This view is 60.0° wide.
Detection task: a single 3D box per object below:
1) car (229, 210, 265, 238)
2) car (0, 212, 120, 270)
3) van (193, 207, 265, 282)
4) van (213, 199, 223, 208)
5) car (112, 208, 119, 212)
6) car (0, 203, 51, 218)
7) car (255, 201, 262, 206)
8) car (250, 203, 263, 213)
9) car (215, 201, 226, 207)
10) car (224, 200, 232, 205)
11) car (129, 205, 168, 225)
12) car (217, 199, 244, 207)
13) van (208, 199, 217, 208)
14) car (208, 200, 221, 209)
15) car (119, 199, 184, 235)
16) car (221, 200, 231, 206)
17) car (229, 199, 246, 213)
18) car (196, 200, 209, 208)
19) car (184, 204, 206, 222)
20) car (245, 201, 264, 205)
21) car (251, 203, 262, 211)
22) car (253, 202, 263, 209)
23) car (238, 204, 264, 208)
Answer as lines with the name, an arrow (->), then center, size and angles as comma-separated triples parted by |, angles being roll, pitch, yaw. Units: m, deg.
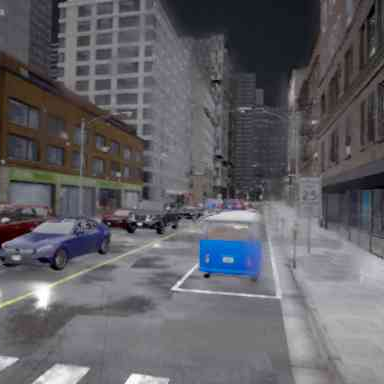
car -> 3.602, 1.932, 21.226 | 2.008, 1.369, 4.403 | 2, -1, 12
car -> -4.426, 1.616, 11.555 | 1.812, 1.442, 4.674 | 1, -1, 12
van -> 1.304, 1.524, 10.252 | 1.690, 1.788, 3.998 | 2, -1, 12
van -> 5.640, 2.463, 72.383 | 1.690, 1.788, 3.998 | 2, -1, 12
car -> -4.739, 1.789, 22.981 | 1.887, 1.381, 4.507 | 2, -1, 12
car -> -7.037, 1.361, 12.006 | 2.192, 1.841, 5.009 | 2, -1, 12
car -> 18.586, 3.181, 92.581 | 1.887, 1.381, 4.507 | 2, -1, 12
car -> 10.518, 2.515, 54.159 | 1.887, 1.381, 4.507 | 2, -1, 12
car -> 6.786, 2.767, 77.870 | 2.008, 1.369, 4.403 | 2, -1, 12
car -> 10.244, 3.044, 94.335 | 1.887, 1.381, 4.507 | 2, -1, 12
car -> -3.587, 1.909, 28.470 | 1.947, 1.339, 4.313 | 2, -1, 12
car -> 4.806, 1.889, 40.159 | 2.150, 2.045, 5.566 | 1, -1, 12
van -> 3.335, 2.271, 61.405 | 1.690, 1.788, 3.998 | 2, -1, 12
car -> 4.485, 2.466, 66.893 | 1.967, 1.590, 4.097 | 2, -1, 12
car -> -2.366, 1.488, 21.341 | 2.150, 2.045, 5.566 | 1, -1, 12
car -> 9.091, 2.956, 88.847 | 2.008, 1.369, 4.403 | 2, -1, 12
car -> 6.939, 2.074, 50.574 | 2.150, 2.045, 5.566 | 1, -1, 12
car -> 1.022, 2.317, 50.424 | 1.802, 1.307, 4.206 | 2, -1, 12
car -> -0.283, 2.046, 31.263 | 1.895, 1.301, 4.718 | 1, -1, 13
car -> 8.220, 2.090, 43.184 | 2.192, 1.841, 5.009 | 2, -1, 12
car -> 11.669, 2.649, 59.648 | 1.802, 1.307, 4.206 | 2, -1, 12
car -> 13.975, 2.824, 70.625 | 1.947, 1.339, 4.313 | 2, -1, 12
car -> 4.791, 2.008, 26.882 | 1.752, 1.417, 4.829 | 2, -1, 12
